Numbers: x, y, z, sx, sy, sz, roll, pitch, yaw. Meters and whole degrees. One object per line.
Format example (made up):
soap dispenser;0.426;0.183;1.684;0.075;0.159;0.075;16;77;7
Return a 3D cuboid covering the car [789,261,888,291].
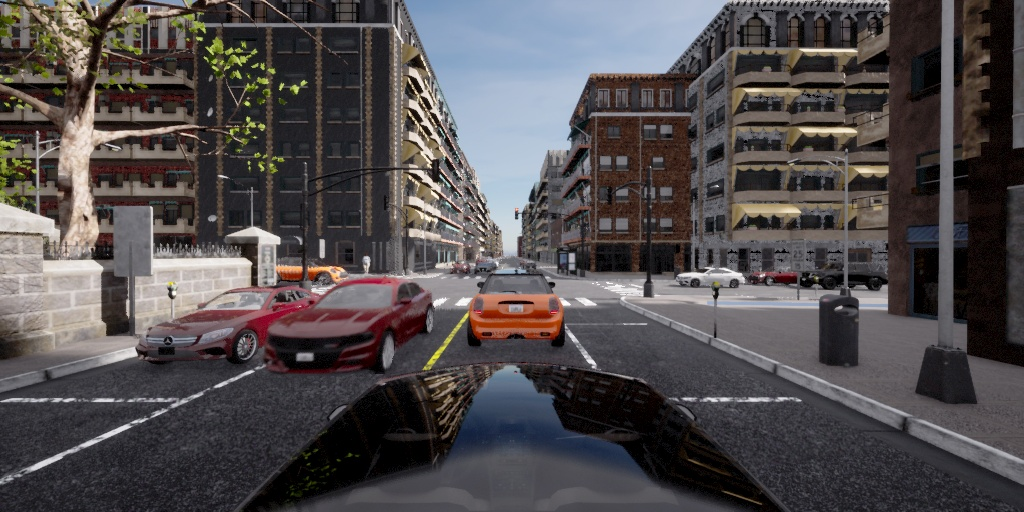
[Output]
car;24.215;1.417;26.380;5.566;2.045;2.150;1;0;-1

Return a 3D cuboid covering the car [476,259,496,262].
car;-3.162;1.312;41.018;1.994;1.385;4.181;0;0;0

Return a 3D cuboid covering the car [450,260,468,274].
car;-5.758;1.187;40.420;1.967;1.591;4.097;0;0;0

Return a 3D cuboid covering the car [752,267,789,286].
car;21.332;1.570;28.904;4.097;1.591;1.967;0;0;-1

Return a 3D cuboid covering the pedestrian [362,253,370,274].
pedestrian;-12.765;0.651;31.400;0.375;1.860;0.375;0;-1;-1

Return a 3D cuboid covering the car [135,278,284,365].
car;-5.700;1.331;8.009;1.802;1.307;4.207;0;0;0

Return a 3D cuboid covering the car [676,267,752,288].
car;14.472;1.549;26.249;4.674;1.442;1.812;1;0;-2

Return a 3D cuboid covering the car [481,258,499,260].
car;-3.174;1.312;49.992;1.994;1.385;4.181;0;0;0

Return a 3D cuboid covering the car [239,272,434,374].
car;-3.047;1.227;7.794;1.882;1.535;5.008;0;0;0

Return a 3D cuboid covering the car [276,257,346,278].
car;-12.936;0.908;22.823;4.553;1.767;2.097;1;0;-3

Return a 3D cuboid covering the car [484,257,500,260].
car;-3.179;1.274;59.727;1.812;1.442;4.674;0;0;0

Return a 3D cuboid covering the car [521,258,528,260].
car;2.602;1.298;51.706;2.007;1.370;4.403;0;0;0

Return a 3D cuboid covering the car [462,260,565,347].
car;0.113;1.101;9.522;2.097;1.767;4.553;0;0;1
